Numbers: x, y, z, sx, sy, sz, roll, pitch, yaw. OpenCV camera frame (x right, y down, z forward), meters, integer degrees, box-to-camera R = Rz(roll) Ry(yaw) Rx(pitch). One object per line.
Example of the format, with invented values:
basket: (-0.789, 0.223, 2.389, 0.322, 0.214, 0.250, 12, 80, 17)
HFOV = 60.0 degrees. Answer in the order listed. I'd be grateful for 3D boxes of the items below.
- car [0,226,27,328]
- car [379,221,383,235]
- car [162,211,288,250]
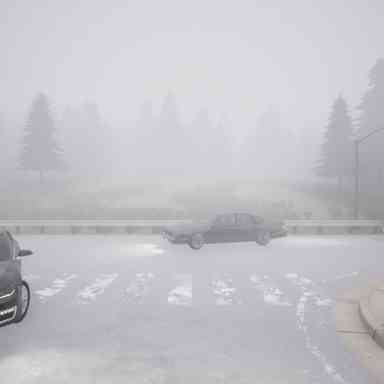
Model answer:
car: (-4.456, 1.505, 6.683, 1.837, 1.490, 4.892, 0, 0, -28)
car: (11.240, 1.492, 15.199, 4.902, 1.511, 2.128, 0, 0, 0)
car: (1.461, 1.548, 14.323, 5.357, 1.411, 2.033, 0, 0, -20)
